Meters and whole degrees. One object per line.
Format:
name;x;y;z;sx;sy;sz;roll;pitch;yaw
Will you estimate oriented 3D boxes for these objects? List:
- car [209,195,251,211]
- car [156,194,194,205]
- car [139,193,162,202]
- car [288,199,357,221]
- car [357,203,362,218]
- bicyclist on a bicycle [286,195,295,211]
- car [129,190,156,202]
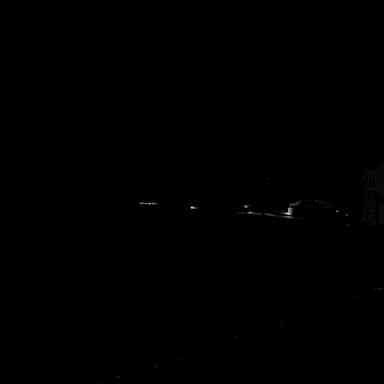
car;3.749;1.087;33.307;2.128;1.511;4.902;1;1;-35
car;-1.947;0.979;41.512;2.033;1.411;5.357;1;1;-35
car;-6.748;0.818;53.520;1.994;1.385;4.181;1;1;-34
car;9.466;1.285;25.075;1.812;1.442;4.674;1;1;-35
car;13.116;1.422;24.989;1.895;1.301;4.718;1;1;-35
bicyclist on a bicycle;10.265;1.137;34.393;1.656;1.620;0.582;0;1;-35
car;-7.742;0.617;49.932;2.097;1.767;4.553;1;1;-34
